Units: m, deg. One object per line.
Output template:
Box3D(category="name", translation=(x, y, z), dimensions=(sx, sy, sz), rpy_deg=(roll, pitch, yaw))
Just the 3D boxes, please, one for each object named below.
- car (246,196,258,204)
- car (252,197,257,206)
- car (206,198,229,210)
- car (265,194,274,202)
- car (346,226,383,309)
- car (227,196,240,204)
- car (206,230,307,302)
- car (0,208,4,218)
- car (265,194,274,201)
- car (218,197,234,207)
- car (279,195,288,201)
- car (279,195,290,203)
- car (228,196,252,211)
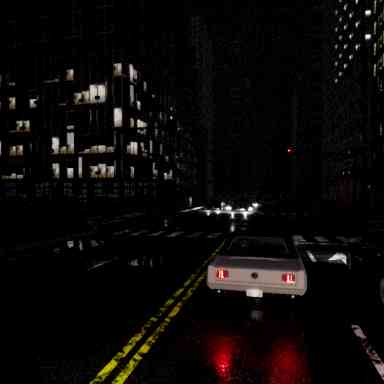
Box3D(category="car", translation=(11.640, 1.553, 64.546), dimensions=(1.895, 1.301, 4.718), rpy_deg=(0, 0, 14))
Box3D(category="car", translation=(8.231, 1.460, 50.395), dimensions=(2.128, 1.511, 4.902), rpy_deg=(0, 0, 13))
Box3D(category="car", translation=(3.180, 1.524, 43.192), dimensions=(2.033, 1.411, 5.357), rpy_deg=(0, 0, 13))
Box3D(category="car", translation=(16.506, 1.530, 70.824), dimensions=(1.895, 1.301, 4.718), rpy_deg=(0, 0, 13))
Box3D(category="car", translation=(4.844, 1.501, 7.458), dimensions=(1.837, 1.490, 4.892), rpy_deg=(0, 0, 13))
Box3D(category="car", translation=(7.964, 1.460, 63.182), dimensions=(1.837, 1.490, 4.892), rpy_deg=(0, 0, 14))
Box3D(category="car", translation=(1.716, 1.597, 8.364), dimensions=(1.895, 1.301, 4.718), rpy_deg=(0, 0, 14))
Box3D(category="car", translation=(-17.291, 1.434, 26.715), dimensions=(4.313, 1.339, 1.947), rpy_deg=(1, 1, 14))
Box3D(category="car", translation=(18.803, 1.286, 80.525), dimensions=(2.128, 1.511, 4.902), rpy_deg=(0, 0, 13))
Box3D(category="car", translation=(5.521, 1.567, 53.056), dimensions=(1.895, 1.301, 4.718), rpy_deg=(0, 0, 13))
Box3D(category="car", translation=(21.972, 1.355, 79.805), dimensions=(1.895, 1.301, 4.718), rpy_deg=(0, 0, 13))
Box3D(category="car", translation=(19.566, 1.474, 69.639), dimensions=(2.033, 1.411, 5.357), rpy_deg=(0, 0, 13))
Box3D(category="car", translation=(5.945, 1.503, 40.747), dimensions=(1.812, 1.442, 4.674), rpy_deg=(0, 0, 13))
